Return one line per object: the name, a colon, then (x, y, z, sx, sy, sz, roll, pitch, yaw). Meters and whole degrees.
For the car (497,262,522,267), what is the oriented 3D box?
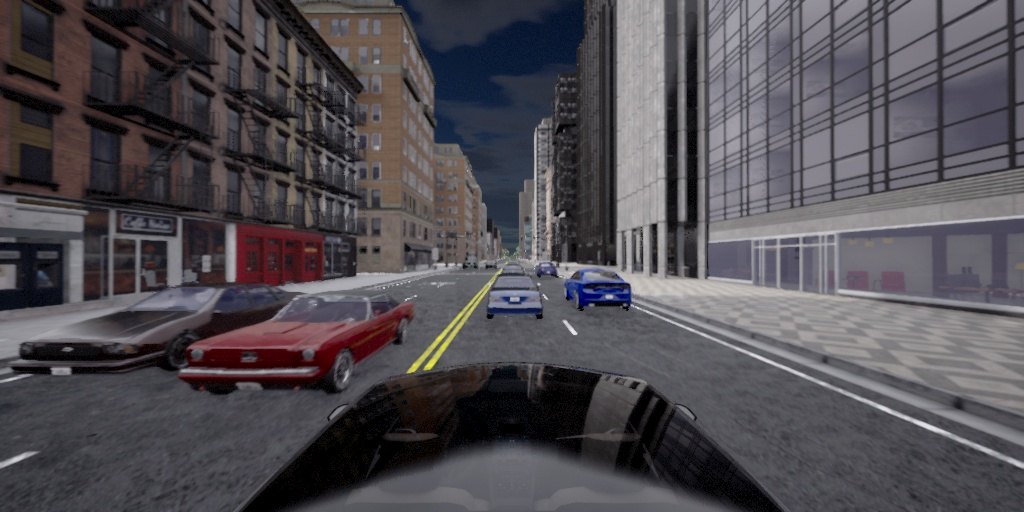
car: (0.089, 1.336, 29.271, 2.033, 1.411, 5.357, 0, 0, 0)

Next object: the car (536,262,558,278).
car: (3.340, 1.324, 35.133, 1.812, 1.442, 4.674, 0, 0, 0)

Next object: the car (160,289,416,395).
car: (-3.350, 1.357, 6.772, 1.895, 1.301, 4.718, 0, 0, 0)

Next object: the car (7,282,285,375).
car: (-6.602, 1.305, 7.913, 2.033, 1.411, 5.357, 0, 0, 0)

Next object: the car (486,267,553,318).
car: (0.089, 1.311, 12.962, 2.033, 1.411, 5.357, 0, 0, 0)

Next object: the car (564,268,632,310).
car: (3.340, 1.244, 14.738, 1.882, 1.535, 5.008, 0, 0, 0)

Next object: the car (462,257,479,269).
car: (-6.513, 1.118, 56.910, 2.150, 2.045, 5.566, 0, 0, 0)

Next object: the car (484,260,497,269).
car: (-3.264, 1.366, 56.873, 1.837, 1.490, 4.892, 0, 0, 0)
